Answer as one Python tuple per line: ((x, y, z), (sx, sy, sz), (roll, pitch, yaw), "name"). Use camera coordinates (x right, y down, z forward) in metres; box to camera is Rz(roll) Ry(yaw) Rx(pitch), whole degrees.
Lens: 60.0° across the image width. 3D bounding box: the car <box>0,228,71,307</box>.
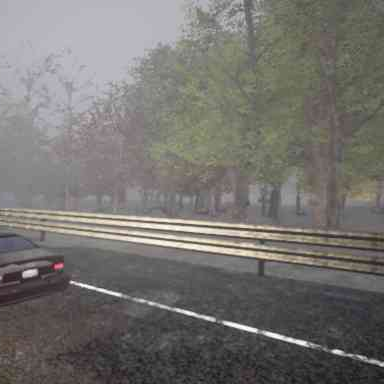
((-4.968, 1.494, 7.401), (5.357, 1.411, 2.033), (0, 0, 35), "car")
